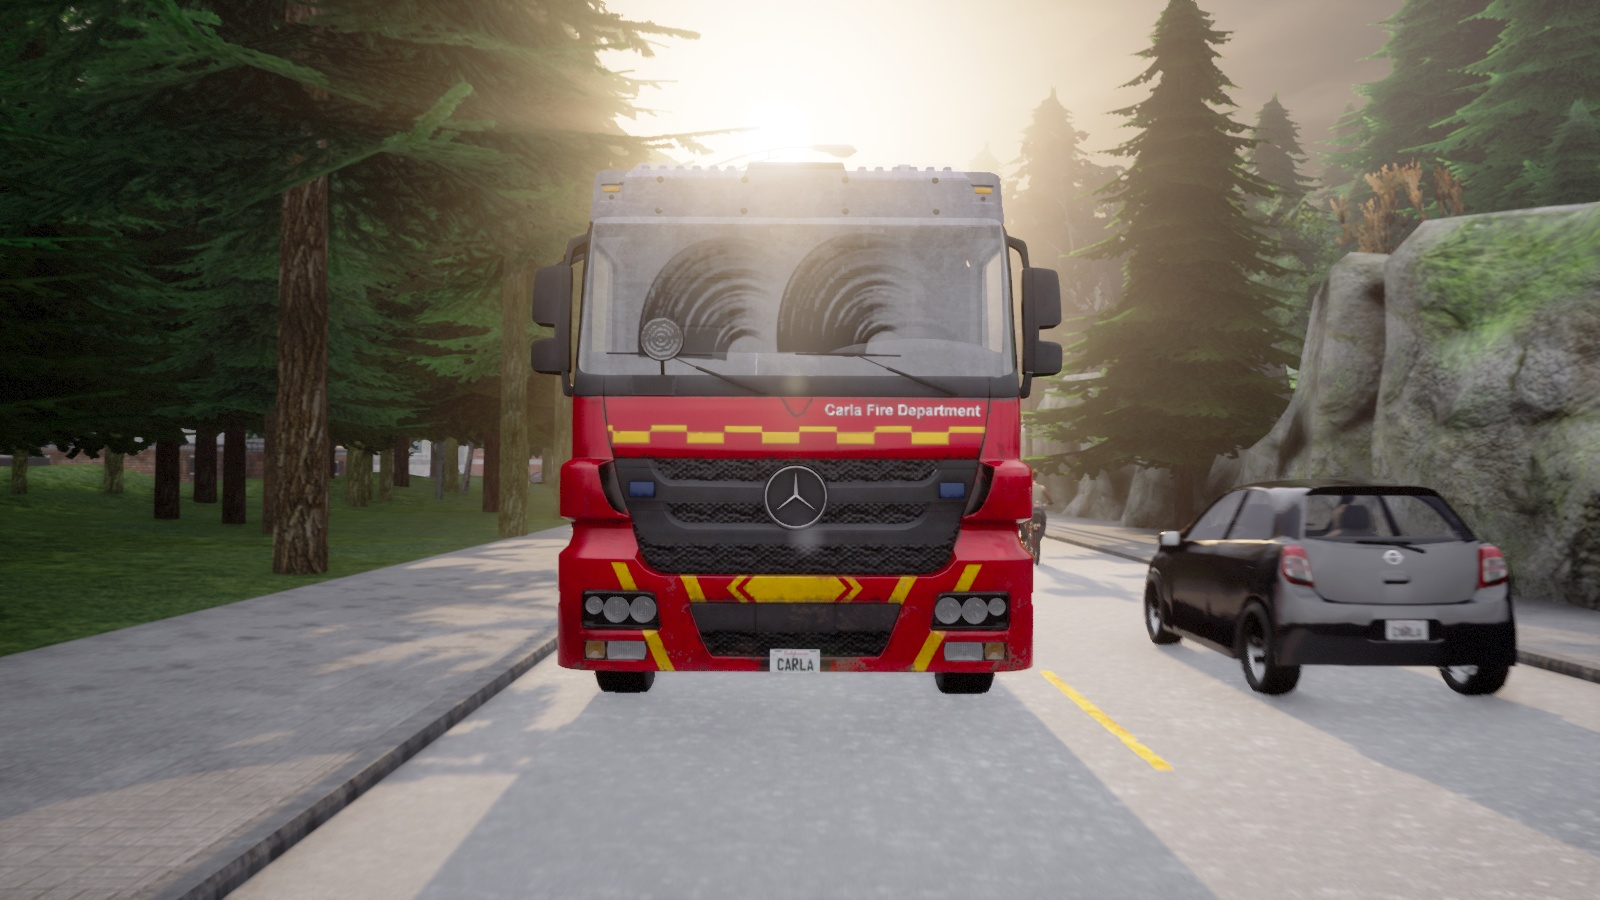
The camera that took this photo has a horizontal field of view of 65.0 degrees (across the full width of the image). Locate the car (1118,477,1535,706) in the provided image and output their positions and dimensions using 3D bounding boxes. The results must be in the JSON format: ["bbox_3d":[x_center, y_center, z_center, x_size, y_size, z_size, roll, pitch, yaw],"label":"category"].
[{"bbox_3d":[3.976,0.984,10.211,1.845,1.501,3.633,0,-1,0],"label":"car"}]

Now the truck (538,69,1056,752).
[{"bbox_3d":[-0.031,-0.161,11.282,2.891,3.827,8.468,0,-1,0],"label":"truck"}]

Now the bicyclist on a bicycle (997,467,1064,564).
[{"bbox_3d":[3.944,1.096,21.565,0.866,1.612,1.509,0,-1,0],"label":"bicyclist on a bicycle"}]
